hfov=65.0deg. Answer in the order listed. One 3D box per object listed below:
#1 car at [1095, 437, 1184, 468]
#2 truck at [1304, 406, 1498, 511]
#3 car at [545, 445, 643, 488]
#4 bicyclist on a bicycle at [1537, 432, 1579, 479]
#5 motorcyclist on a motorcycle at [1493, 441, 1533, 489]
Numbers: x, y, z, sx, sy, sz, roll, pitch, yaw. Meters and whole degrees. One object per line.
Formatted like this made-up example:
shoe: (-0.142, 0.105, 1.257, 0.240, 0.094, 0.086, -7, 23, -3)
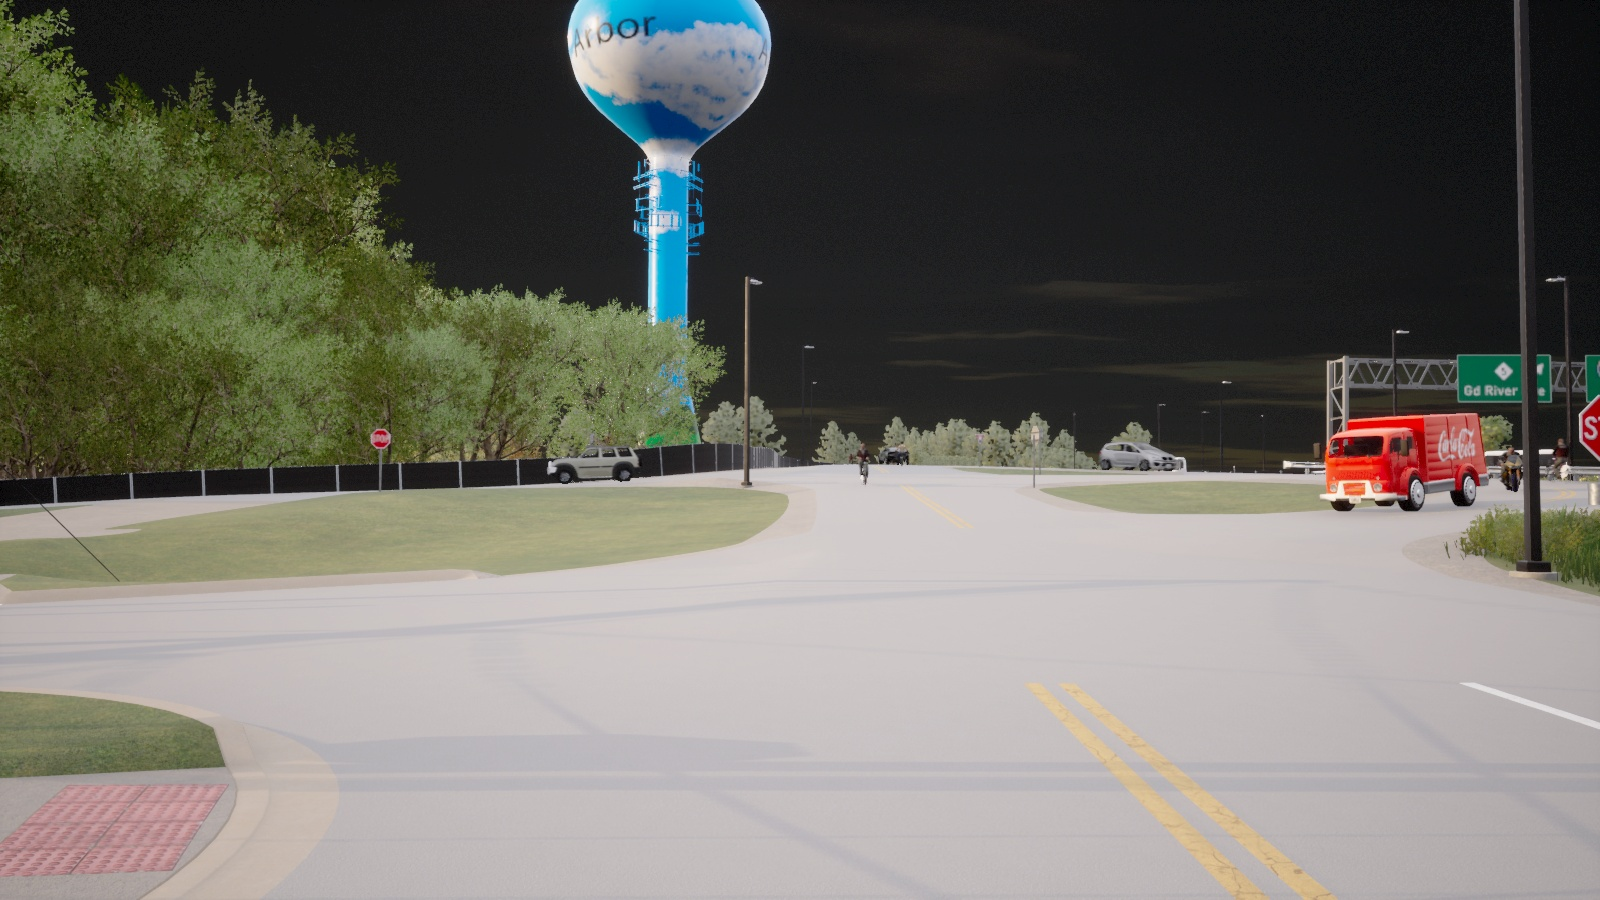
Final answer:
car: (19.348, 0.149, 71.809, 2.242, 1.667, 4.611, 1, -1, -32)
truck: (16.214, 0.199, 33.793, 5.204, 2.467, 2.627, -4, 0, -39)
car: (-10.066, 0.794, 61.236, 4.605, 1.855, 1.932, -2, -2, -11)
bicyclist on a bicycle: (29.526, 0.199, 48.958, 0.659, 1.776, 1.843, -1, 0, 7)
motorcyclist on a motorcycle: (23.790, 0.488, 41.932, 0.866, 1.530, 2.191, -2, 0, 24)
